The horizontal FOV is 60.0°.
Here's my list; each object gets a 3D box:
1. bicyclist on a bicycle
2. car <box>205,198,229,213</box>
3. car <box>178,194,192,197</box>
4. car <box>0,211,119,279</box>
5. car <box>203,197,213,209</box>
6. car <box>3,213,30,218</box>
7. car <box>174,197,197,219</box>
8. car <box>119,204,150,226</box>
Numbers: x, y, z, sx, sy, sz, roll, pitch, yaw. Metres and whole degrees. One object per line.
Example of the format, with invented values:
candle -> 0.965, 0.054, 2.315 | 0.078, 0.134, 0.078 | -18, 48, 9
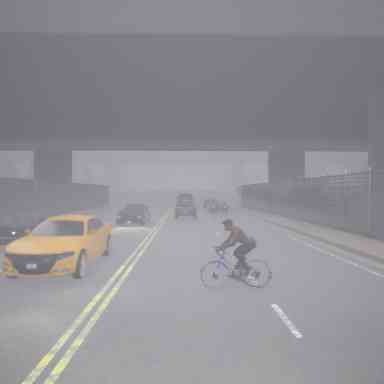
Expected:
bicyclist on a bicycle -> 1.008, 1.453, 7.701 | 1.656, 1.620, 0.582 | -1, 0, -1
car -> 2.796, 1.601, 36.426 | 1.895, 1.301, 4.718 | 0, 0, -1
car -> -0.857, 1.221, 42.622 | 2.150, 2.045, 5.566 | 0, 0, -1
car -> -3.802, 1.478, 10.261 | 1.882, 1.535, 5.008 | 0, 0, -1
car -> 2.561, 1.477, 46.455 | 1.882, 1.535, 5.008 | 0, 0, -1
car -> -7.382, 1.601, 14.467 | 1.895, 1.301, 4.718 | 0, 0, -1
car -> -0.548, 1.490, 29.511 | 2.128, 1.511, 4.902 | 0, 0, -1
car -> -4.105, 1.547, 23.973 | 2.033, 1.411, 5.357 | 0, 0, -1
